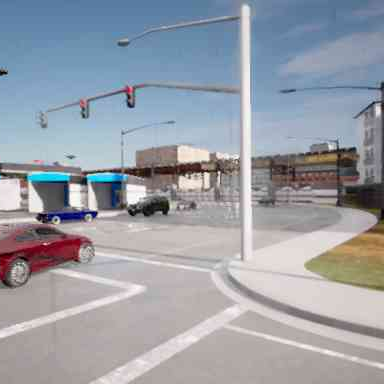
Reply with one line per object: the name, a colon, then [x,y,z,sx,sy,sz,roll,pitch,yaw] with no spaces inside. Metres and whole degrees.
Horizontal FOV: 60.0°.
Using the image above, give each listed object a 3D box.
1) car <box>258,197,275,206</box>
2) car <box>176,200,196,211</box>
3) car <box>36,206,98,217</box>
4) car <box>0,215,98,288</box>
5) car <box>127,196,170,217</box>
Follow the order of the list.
car: [13.998,1.767,62.872,1.837,1.490,4.892,0,0,-12]
car: [-0.724,1.771,44.840,2.128,1.511,4.902,-1,0,14]
car: [-10.134,1.853,27.112,1.895,1.301,4.718,-1,0,37]
car: [-4.729,1.624,9.589,1.812,1.442,4.674,-2,-1,15]
car: [-4.496,1.476,35.432,2.150,2.045,5.566,-1,0,29]
